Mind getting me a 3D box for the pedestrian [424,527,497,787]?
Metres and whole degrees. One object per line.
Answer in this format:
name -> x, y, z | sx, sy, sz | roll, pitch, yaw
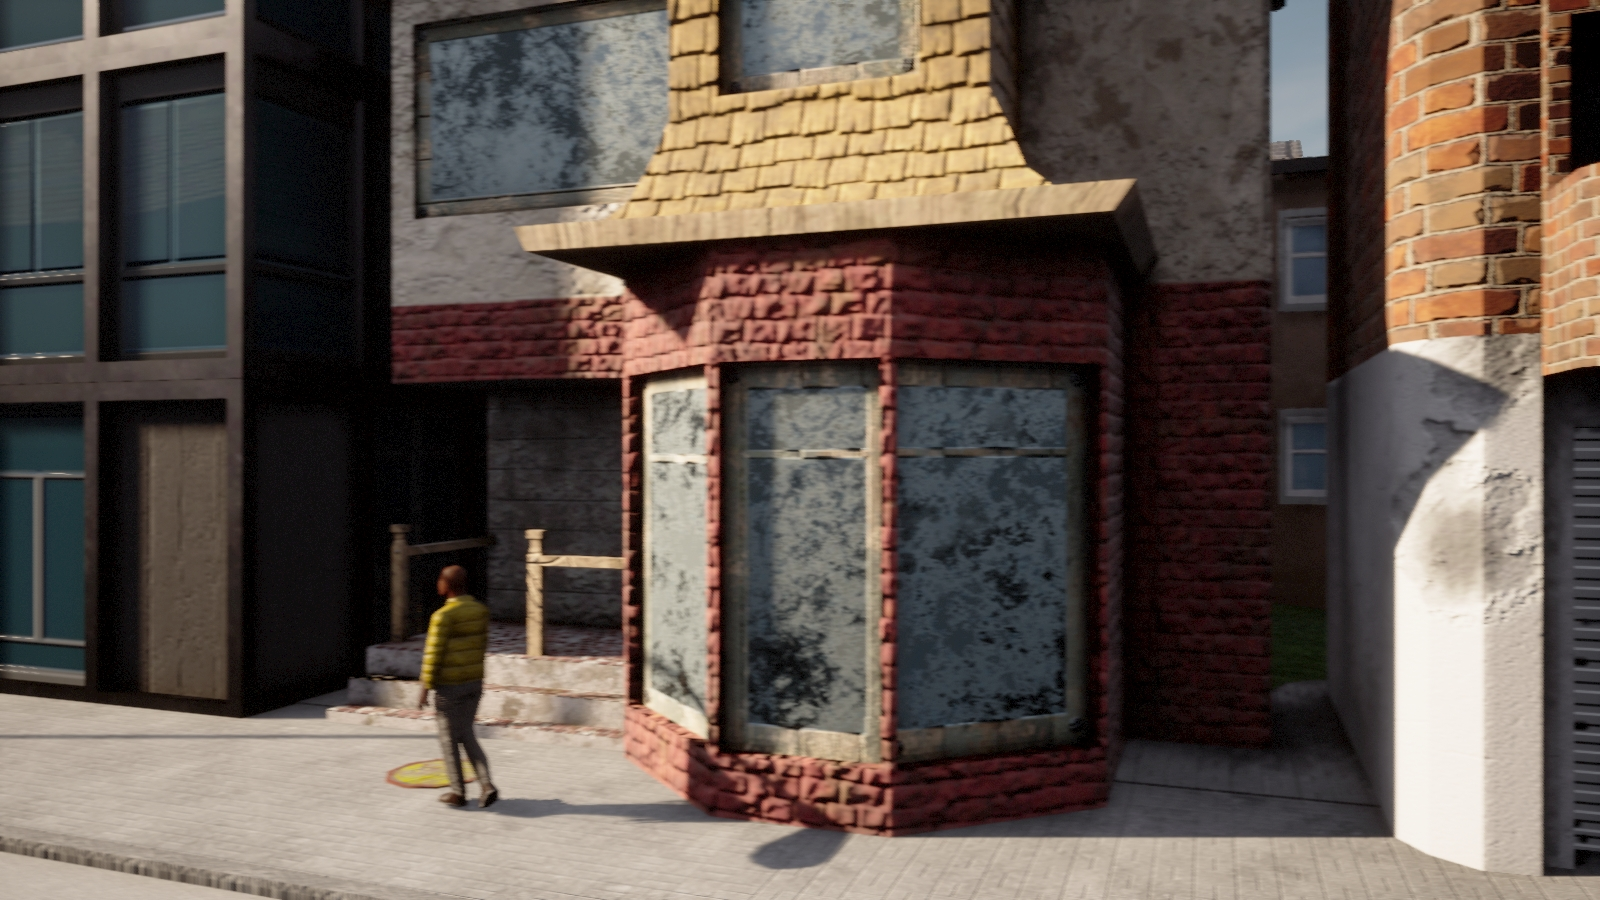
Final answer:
pedestrian -> -2.547, 1.524, 8.575 | 0.375, 1.860, 0.375 | 0, 0, 34
